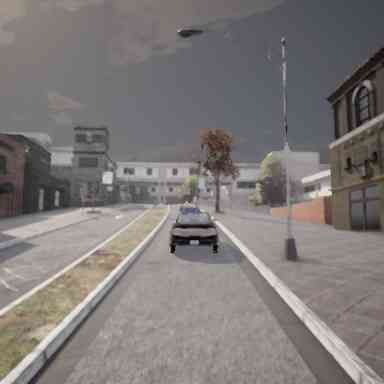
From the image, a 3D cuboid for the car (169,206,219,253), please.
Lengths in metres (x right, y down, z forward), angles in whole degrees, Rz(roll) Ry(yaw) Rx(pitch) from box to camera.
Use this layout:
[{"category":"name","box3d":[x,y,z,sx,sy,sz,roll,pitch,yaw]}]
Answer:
[{"category":"car","box3d":[0.073,1.554,14.037,2.128,1.511,4.902,0,0,0]}]

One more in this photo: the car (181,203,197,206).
[{"category":"car","box3d":[-0.316,1.738,32.044,1.895,1.301,4.718,0,0,-2]}]
